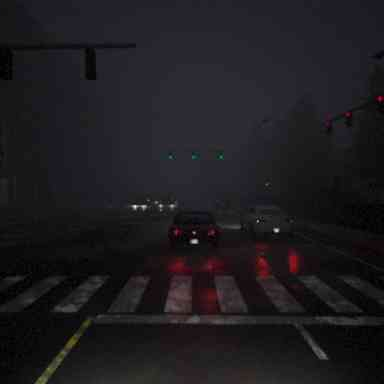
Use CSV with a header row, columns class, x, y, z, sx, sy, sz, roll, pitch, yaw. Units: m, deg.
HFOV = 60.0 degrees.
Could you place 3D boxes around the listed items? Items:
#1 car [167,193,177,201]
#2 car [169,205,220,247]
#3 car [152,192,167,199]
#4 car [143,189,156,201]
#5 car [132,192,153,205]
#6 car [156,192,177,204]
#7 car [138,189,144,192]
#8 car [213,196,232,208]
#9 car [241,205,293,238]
class,x,y,z,sx,sy,sz,roll,pitch,yaw
car,-3.751,0.933,62.011,1.812,1.442,4.674,0,1,-3
car,0.085,1.464,14.208,1.895,1.301,4.718,0,1,0
car,-7.535,0.685,76.679,1.837,1.490,4.892,0,1,-26
car,-7.176,0.780,59.893,2.097,1.767,4.553,0,1,-1
car,-7.126,1.115,46.919,1.994,1.385,4.181,0,1,0
car,-3.618,0.883,49.115,2.097,1.767,4.553,0,0,0
car,-10.749,0.374,75.273,2.150,2.045,5.566,0,1,-26
car,3.560,1.148,39.424,1.812,1.442,4.674,0,1,0
car,3.583,1.367,16.414,1.812,1.442,4.674,0,1,0
